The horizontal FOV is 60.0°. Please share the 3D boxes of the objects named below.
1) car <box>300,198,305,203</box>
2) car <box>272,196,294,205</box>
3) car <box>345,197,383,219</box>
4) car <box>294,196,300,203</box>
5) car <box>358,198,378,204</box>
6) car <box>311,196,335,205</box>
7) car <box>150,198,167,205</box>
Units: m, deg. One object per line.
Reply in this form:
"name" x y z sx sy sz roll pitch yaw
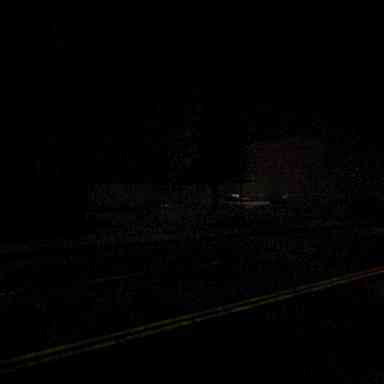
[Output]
"car" 28.235 2.010 90.345 1.932 1.855 4.605 1 0 -36
"car" 23.717 2.189 87.068 1.970 1.475 3.806 1 0 -36
"car" 18.178 1.681 32.980 2.097 1.767 4.553 1 -1 -36
"car" 26.076 2.190 88.746 1.784 1.438 3.905 1 0 -36
"car" 43.887 2.316 82.921 1.784 1.438 3.905 1 0 -36
"car" 27.778 2.123 71.420 1.970 1.475 3.806 1 0 -36
"car" -6.792 1.938 67.783 1.994 1.385 4.181 1 0 -36
